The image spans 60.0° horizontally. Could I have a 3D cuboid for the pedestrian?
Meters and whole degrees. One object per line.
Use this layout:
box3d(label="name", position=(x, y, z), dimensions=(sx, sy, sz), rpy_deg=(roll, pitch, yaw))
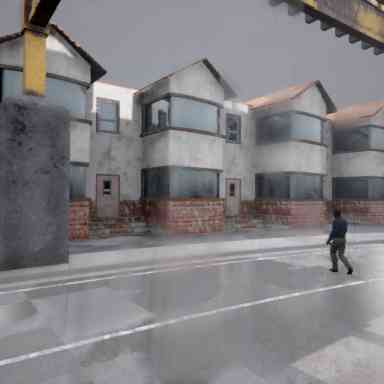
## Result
box3d(label="pedestrian", position=(4.040, 1.307, 9.173), dimensions=(0.375, 1.860, 0.375), rpy_deg=(1, 0, -26))
